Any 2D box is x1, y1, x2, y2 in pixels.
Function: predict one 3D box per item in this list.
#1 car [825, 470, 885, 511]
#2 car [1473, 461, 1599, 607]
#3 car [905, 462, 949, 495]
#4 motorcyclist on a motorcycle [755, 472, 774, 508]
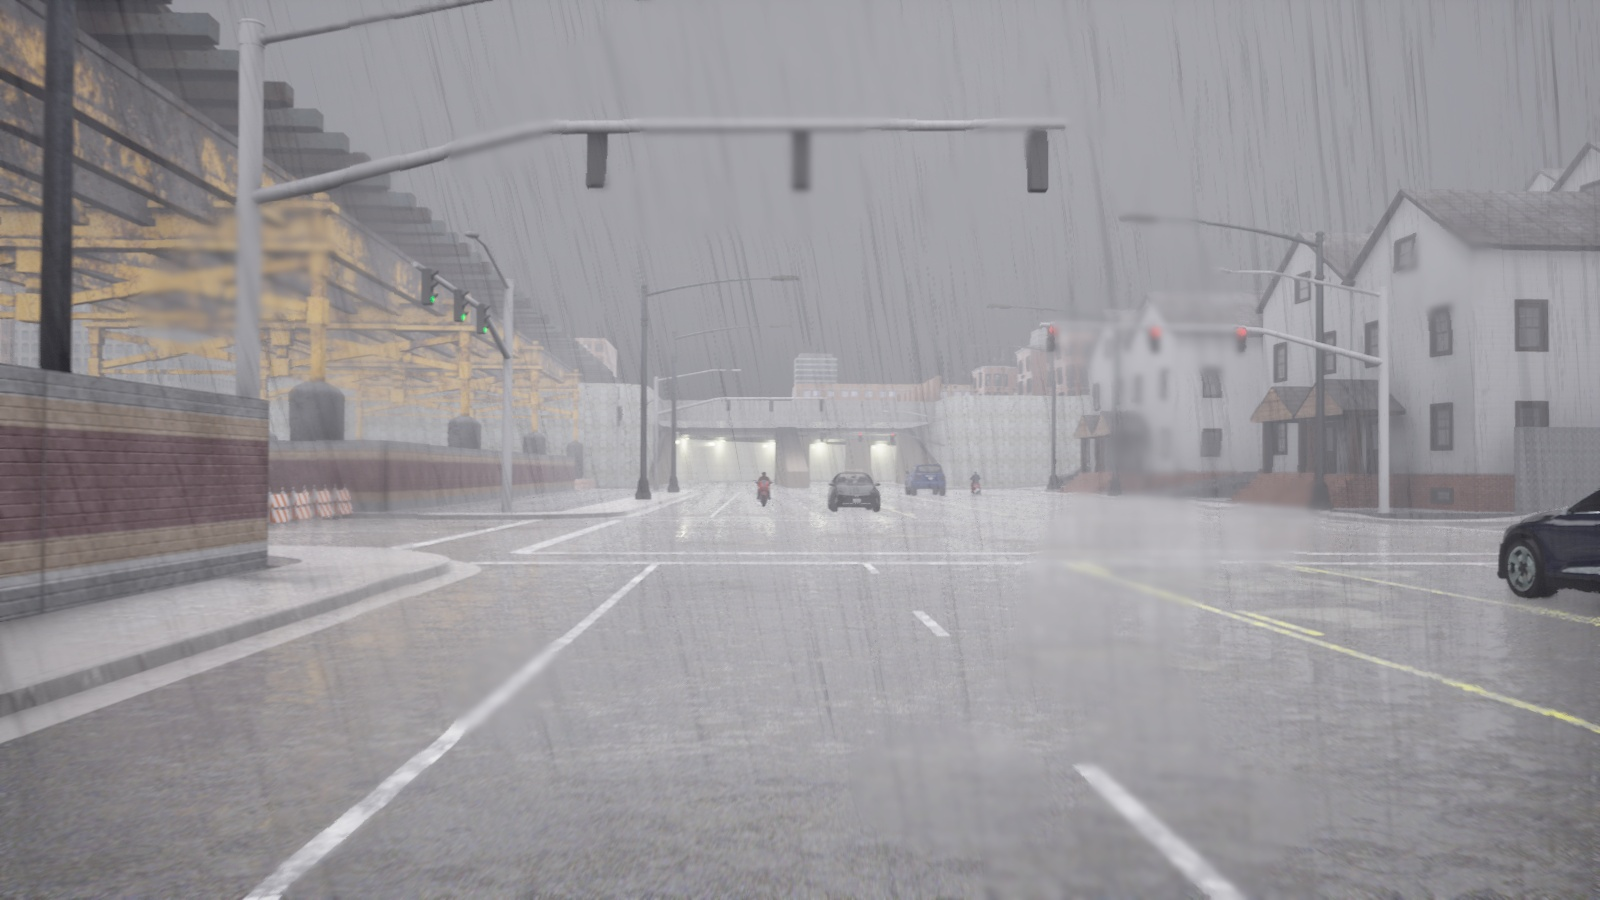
[{"bbox_3d":[2.107,1.572,49.464,2.007,1.525,4.514,0,-1,-2],"label":"car"},{"bbox_3d":[10.061,0.944,14.337,2.033,1.649,4.856,0,-1,-2],"label":"car"},{"bbox_3d":[8.229,1.861,82.055,2.150,2.045,5.566,0,-1,-2],"label":"car"},{"bbox_3d":[-1.506,1.690,53.641,0.797,1.523,2.044,0,-1,-2],"label":"motorcyclist on a motorcycle"}]
